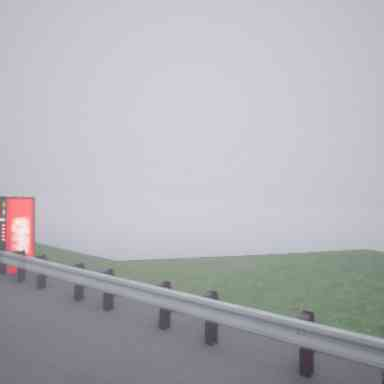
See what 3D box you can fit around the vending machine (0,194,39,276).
[{"bbox_3d":[-5.060,1.123,9.325,0.880,2.100,1.100,1,0,36],"label":"vending machine"}]
